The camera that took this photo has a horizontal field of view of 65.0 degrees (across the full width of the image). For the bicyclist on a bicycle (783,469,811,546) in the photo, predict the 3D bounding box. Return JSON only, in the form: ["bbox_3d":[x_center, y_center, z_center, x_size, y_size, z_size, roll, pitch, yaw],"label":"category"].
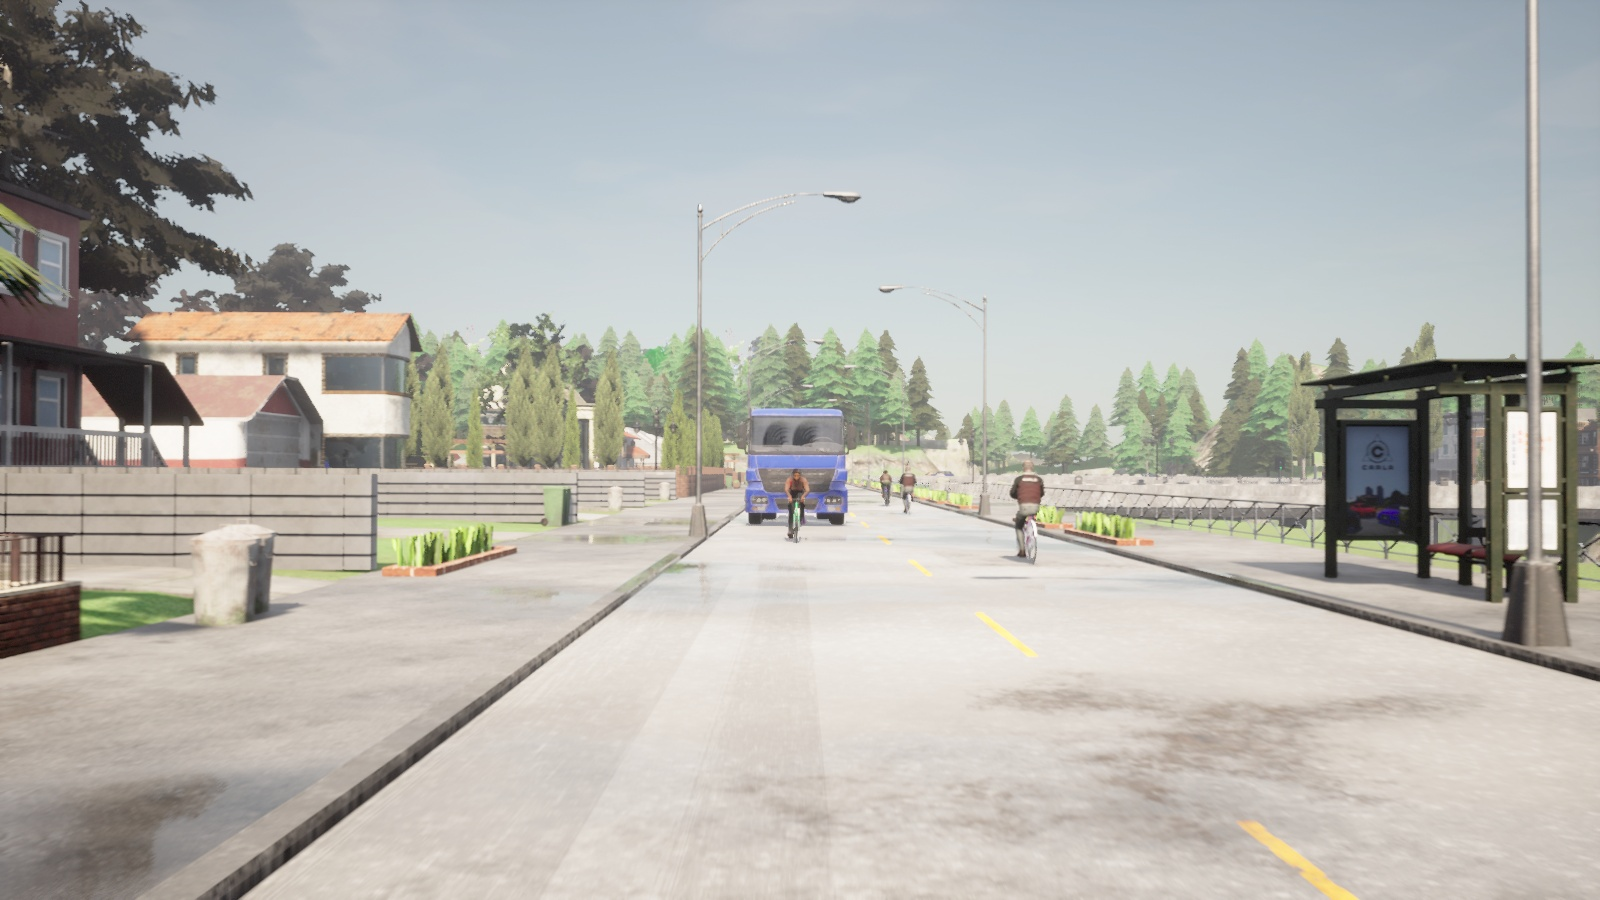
[{"bbox_3d":[-0.065,1.226,27.357,0.582,1.620,1.656,0,-1,0],"label":"bicyclist on a bicycle"}]

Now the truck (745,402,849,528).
[{"bbox_3d":[-0.095,0.483,38.803,2.891,3.462,7.936,0,-1,0],"label":"truck"}]

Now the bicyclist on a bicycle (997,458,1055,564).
[{"bbox_3d":[3.948,1.039,22.065,0.659,1.776,1.843,0,-1,0],"label":"bicyclist on a bicycle"}]
